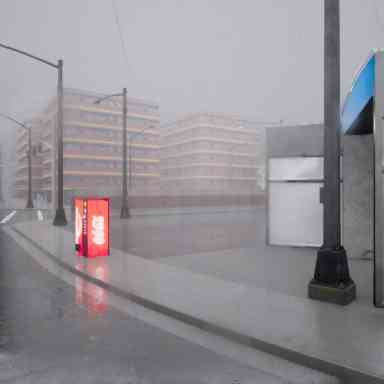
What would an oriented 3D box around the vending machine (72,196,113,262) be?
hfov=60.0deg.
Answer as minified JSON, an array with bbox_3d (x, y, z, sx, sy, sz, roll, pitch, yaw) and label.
[{"bbox_3d":[-3.375,1.195,11.275,1.100,2.100,0.880,0,0,-36],"label":"vending machine"}]
